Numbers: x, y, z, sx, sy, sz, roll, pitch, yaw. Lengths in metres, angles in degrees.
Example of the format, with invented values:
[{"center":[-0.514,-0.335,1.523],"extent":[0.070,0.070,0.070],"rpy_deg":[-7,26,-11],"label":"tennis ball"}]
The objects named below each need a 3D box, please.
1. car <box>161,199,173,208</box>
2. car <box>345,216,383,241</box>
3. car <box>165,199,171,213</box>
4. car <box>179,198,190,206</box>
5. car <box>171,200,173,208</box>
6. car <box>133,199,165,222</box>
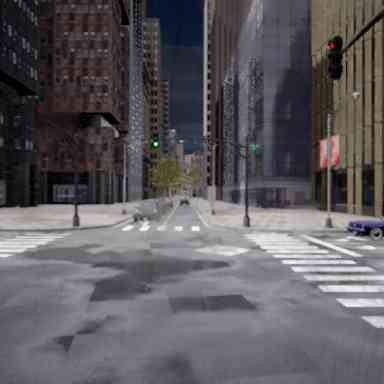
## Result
[{"center":[-4.348,1.978,59.239],"extent":[1.882,1.535,5.008],"rpy_deg":[0,-1,-1],"label":"car"},{"center":[10.690,1.806,17.422],"extent":[4.718,1.301,1.895],"rpy_deg":[0,0,-1],"label":"car"},{"center":[-3.948,1.813,38.680],"extent":[2.128,1.511,4.902],"rpy_deg":[0,-1,-1],"label":"car"},{"center":[-1.593,2.112,70.253],"extent":[1.837,1.490,4.892],"rpy_deg":[0,-1,-1],"label":"car"},{"center":[-4.112,1.915,48.865],"extent":[1.837,1.490,4.892],"rpy_deg":[0,-1,-1],"label":"car"},{"center":[-3.744,1.587,28.633],"extent":[2.097,1.767,4.553],"rpy_deg":[0,-1,-1],"label":"car"}]
